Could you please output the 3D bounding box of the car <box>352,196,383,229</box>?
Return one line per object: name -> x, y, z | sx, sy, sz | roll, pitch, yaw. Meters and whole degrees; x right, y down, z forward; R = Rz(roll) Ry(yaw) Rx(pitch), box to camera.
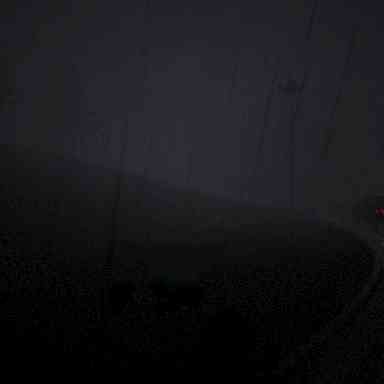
car -> 12.137, 1.247, 21.506 | 2.150, 2.045, 5.566 | 0, 0, 11
